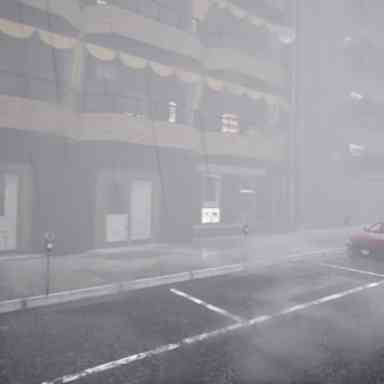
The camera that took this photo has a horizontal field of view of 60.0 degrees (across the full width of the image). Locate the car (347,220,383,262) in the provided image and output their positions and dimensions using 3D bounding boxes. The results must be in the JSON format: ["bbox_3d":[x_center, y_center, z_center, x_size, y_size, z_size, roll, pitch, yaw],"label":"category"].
[{"bbox_3d":[7.251,1.654,11.715,4.507,1.381,1.887,1,1,-35],"label":"car"}]
